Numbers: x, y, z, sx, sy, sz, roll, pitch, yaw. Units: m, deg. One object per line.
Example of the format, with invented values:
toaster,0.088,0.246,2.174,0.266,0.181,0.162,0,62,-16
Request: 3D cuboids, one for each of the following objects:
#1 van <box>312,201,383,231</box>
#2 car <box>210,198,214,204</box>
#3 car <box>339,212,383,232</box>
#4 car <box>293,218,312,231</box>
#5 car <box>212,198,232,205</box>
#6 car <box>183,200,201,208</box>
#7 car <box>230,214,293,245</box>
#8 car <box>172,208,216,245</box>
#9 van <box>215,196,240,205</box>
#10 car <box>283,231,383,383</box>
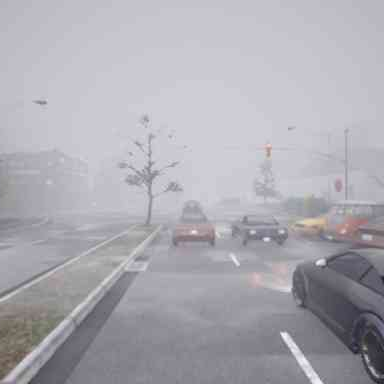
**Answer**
van,7.938,1.385,14.891,4.442,1.987,1.878,1,0,-20
car,7.762,2.319,79.058,5.366,1.575,1.946,1,-2,-20
car,8.075,1.617,11.963,4.792,1.488,2.163,1,-1,-20
car,7.867,1.633,17.848,5.366,1.575,1.946,1,0,-20
car,7.951,2.490,88.067,4.553,1.767,2.185,1,-2,-20
car,0.022,1.683,38.798,2.097,1.767,4.553,-1,-1,0
car,3.072,1.735,16.294,1.895,1.301,4.718,0,-1,-3
car,0.074,1.698,16.243,1.994,1.385,4.181,0,-1,0
van,7.844,1.810,70.158,4.442,1.987,1.878,1,-2,-20
car,3.090,1.605,5.362,1.994,1.385,4.181,0,0,0
